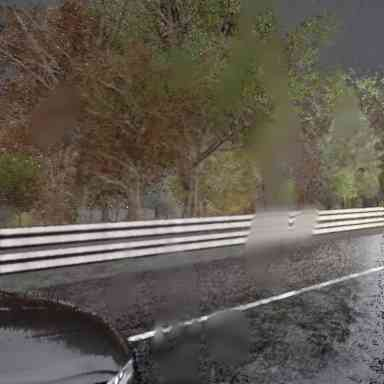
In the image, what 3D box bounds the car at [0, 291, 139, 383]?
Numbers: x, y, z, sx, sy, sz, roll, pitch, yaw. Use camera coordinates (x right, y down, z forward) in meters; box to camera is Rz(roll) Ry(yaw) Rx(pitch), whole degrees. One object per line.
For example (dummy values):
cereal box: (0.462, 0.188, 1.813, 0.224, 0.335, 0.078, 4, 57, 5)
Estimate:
car: (-2.540, 1.047, 1.304, 4.902, 1.511, 2.128, 3, 0, -37)
